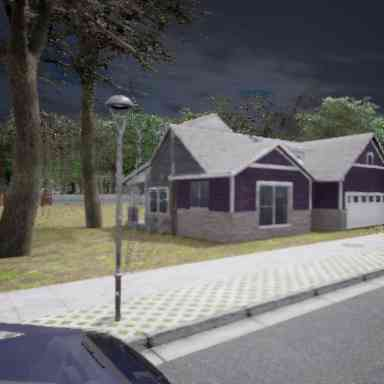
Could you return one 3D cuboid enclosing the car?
[{"bbox_3d":[-2.012,1.566,1.630,4.181,1.385,1.994,0,0,-36],"label":"car"}]
